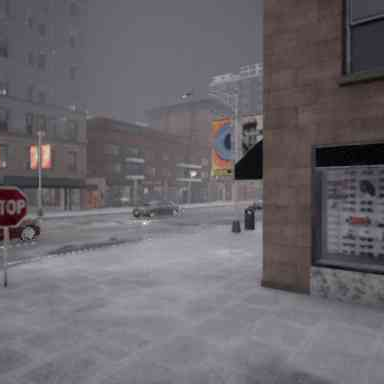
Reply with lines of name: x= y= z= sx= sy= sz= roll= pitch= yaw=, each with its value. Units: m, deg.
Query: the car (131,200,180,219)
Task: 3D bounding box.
car: x=-3.017 y=1.445 z=28.332 sx=1.837 sy=1.490 sz=4.892 roll=0 pitch=0 yaw=35

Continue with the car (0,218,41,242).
car: x=-8.962 y=1.447 z=14.016 sx=1.882 sy=1.535 sz=5.008 roll=0 pitch=0 yaw=35

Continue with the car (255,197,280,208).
car: x=10.844 y=1.431 z=47.677 sx=1.812 sy=1.442 sz=4.674 roll=0 pitch=0 yaw=36

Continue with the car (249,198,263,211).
car: x=8.463 y=1.528 z=38.527 sx=1.895 sy=1.301 sz=4.718 roll=0 pitch=0 yaw=35
